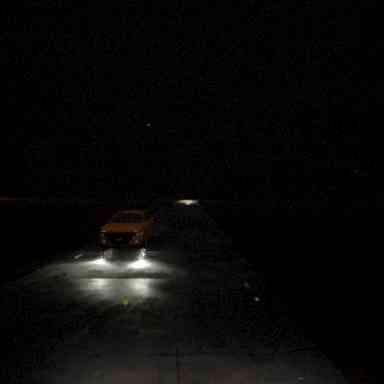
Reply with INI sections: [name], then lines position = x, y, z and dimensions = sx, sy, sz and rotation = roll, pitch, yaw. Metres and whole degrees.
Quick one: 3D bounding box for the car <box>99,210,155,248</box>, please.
[car]
position = -2.850, 1.591, 15.492
dimensions = 1.882, 1.535, 5.008
rotation = 0, 0, 0
